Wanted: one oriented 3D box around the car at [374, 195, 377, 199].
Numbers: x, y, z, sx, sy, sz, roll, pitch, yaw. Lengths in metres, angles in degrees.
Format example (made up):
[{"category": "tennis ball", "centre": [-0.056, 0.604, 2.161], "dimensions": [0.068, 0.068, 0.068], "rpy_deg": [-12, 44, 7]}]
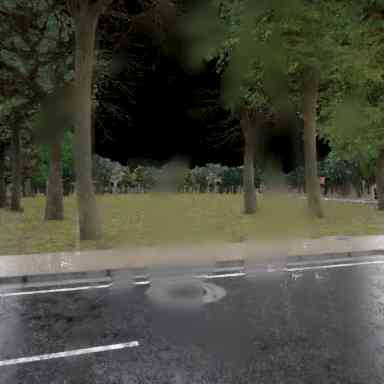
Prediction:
[{"category": "car", "centre": [44.977, 1.297, 79.667], "dimensions": [1.895, 1.301, 4.718], "rpy_deg": [0, 0, 5]}]
